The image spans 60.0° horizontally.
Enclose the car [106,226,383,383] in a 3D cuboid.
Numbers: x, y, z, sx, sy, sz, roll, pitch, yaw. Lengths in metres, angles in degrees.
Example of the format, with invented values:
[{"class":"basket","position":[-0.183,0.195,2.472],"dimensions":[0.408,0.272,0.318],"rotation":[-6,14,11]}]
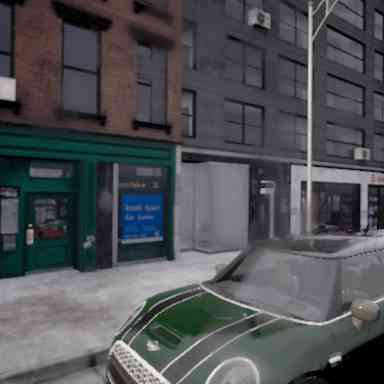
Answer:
[{"class":"car","position":[1.332,1.371,4.026],"dimensions":[4.553,1.767,2.097],"rotation":[0,0,-36]}]
